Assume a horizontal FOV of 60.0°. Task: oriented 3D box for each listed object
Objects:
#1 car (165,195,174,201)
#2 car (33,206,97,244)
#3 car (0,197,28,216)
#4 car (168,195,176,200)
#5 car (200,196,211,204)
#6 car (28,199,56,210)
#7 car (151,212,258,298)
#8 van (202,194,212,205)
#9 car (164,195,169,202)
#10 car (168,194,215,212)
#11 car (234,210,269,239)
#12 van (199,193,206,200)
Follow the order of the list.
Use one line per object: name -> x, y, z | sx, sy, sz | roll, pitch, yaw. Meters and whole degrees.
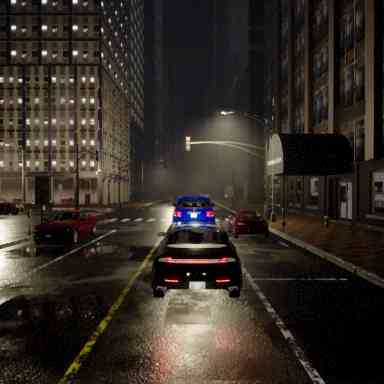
car -> -5.676, 1.538, 83.481 | 1.947, 1.339, 4.313 | 0, 0, 0
car -> -5.822, 1.542, 15.724 | 1.887, 1.381, 4.507 | 0, 0, 0
car -> -18.602, 1.306, 31.066 | 5.009, 1.841, 2.192 | 0, 0, 1
car -> -5.673, 1.529, 94.874 | 1.947, 1.339, 4.313 | 0, 0, 0
car -> 2.700, 1.533, 66.388 | 2.008, 1.369, 4.403 | 0, 0, 0
car -> -18.514, 1.497, 39.448 | 4.403, 1.369, 2.008 | 0, 0, 1
car -> 0.101, 1.490, 8.498 | 2.128, 1.511, 4.902 | 0, 0, 0
van -> 2.698, 1.326, 60.691 | 1.690, 1.788, 3.998 | 0, 0, 0
car -> -5.677, 1.521, 77.784 | 1.887, 1.381, 4.507 | 0, 0, 0
car -> 0.093, 1.218, 18.417 | 2.150, 2.045, 5.566 | 0, 0, 0
car -> 2.818, 1.579, 17.098 | 1.802, 1.307, 4.206 | 0, 0, 0
van -> 2.705, 1.309, 89.175 | 1.690, 1.788, 3.998 | 0, 0, 0
